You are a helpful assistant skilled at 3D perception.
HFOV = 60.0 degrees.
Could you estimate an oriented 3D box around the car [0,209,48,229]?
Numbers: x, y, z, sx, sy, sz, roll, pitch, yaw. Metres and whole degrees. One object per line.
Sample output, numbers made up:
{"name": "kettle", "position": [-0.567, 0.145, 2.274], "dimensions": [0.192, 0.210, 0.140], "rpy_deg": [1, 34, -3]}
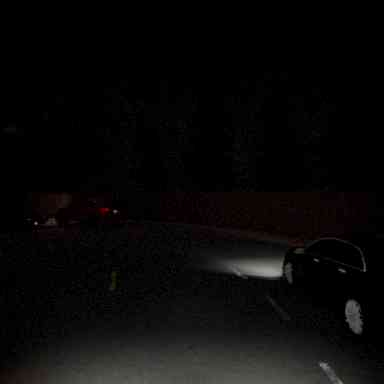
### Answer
{"name": "car", "position": [-12.548, 1.845, 23.367], "dimensions": [4.718, 1.301, 1.895], "rpy_deg": [0, -1, 24]}

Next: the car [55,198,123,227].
{"name": "car", "position": [-7.761, 1.482, 24.975], "dimensions": [5.566, 2.045, 2.150], "rpy_deg": [0, -1, 30]}

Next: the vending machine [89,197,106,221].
{"name": "vending machine", "position": [-8.389, 1.503, 29.574], "dimensions": [0.880, 2.100, 1.100], "rpy_deg": [0, -1, 24]}

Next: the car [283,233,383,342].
{"name": "car", "position": [3.352, 1.575, 6.635], "dimensions": [1.837, 1.490, 4.892], "rpy_deg": [0, -1, -4]}
